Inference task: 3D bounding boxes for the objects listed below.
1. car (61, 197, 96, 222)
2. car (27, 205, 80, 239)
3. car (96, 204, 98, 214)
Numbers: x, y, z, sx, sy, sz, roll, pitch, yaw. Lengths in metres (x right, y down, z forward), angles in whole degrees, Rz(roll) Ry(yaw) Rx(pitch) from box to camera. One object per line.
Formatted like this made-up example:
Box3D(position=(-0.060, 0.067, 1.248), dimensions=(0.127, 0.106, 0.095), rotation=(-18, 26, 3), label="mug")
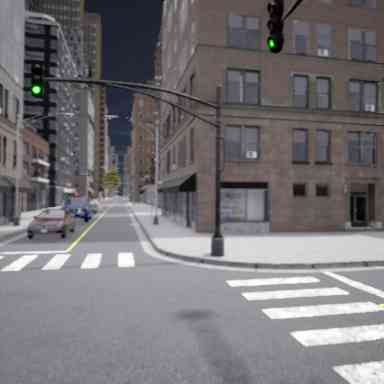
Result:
Box3D(position=(-9.860, 1.473, 28.718), dimensions=(2.150, 2.045, 5.566), rotation=(1, -1, -12), label="car")
Box3D(position=(-7.728, 1.679, 18.662), dimensions=(1.812, 1.442, 4.674), rotation=(1, -1, -11), label="car")
Box3D(position=(-11.981, 1.841, 38.769), dimensions=(2.128, 1.511, 4.902), rotation=(1, -1, -12), label="car")
